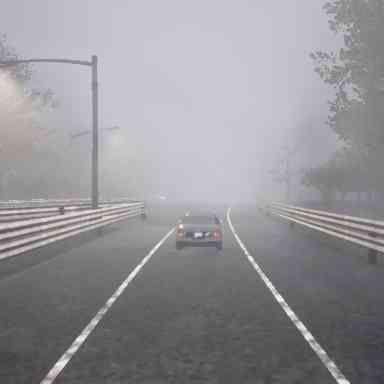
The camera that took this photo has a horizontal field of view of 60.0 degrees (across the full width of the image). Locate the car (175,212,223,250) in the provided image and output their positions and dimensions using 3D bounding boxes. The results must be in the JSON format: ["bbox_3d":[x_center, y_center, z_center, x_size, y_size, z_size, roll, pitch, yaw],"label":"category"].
[{"bbox_3d":[0.352,1.558,14.308,2.033,1.411,5.357,0,0,3],"label":"car"}]
